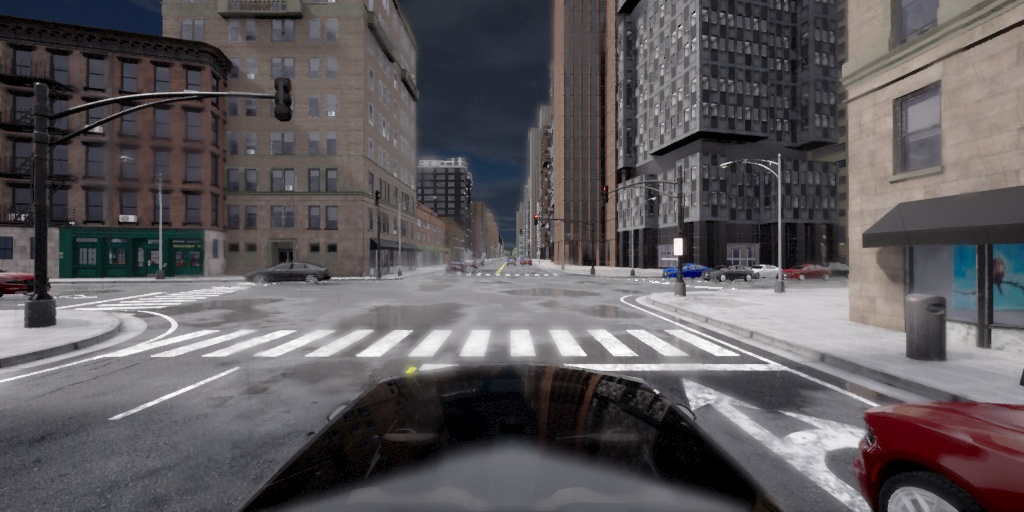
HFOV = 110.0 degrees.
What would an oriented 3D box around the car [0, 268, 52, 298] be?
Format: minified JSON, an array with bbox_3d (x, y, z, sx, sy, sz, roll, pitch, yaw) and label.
[{"bbox_3d":[-22.331,0.962,14.468,5.008,1.535,1.882,1,0,-17],"label":"car"}]

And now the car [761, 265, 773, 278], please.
[{"bbox_3d":[26.006,1.640,37.381,4.674,1.442,1.812,1,0,-15],"label":"car"}]

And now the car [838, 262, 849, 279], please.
[{"bbox_3d":[35.015,1.571,39.664,4.553,1.767,2.097,1,0,-13],"label":"car"}]

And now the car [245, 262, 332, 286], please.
[{"bbox_3d":[-14.670,1.130,23.774,4.892,1.490,1.837,1,1,-18],"label":"car"}]

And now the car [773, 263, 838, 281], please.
[{"bbox_3d":[28.327,1.594,34.640,5.008,1.535,1.882,1,0,-15],"label":"car"}]

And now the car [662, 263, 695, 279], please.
[{"bbox_3d":[17.024,1.487,34.810,5.008,1.535,1.882,1,0,-16],"label":"car"}]

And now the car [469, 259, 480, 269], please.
[{"bbox_3d":[-6.690,1.287,57.028,1.812,1.442,4.674,0,0,0],"label":"car"}]

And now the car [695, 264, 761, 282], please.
[{"bbox_3d":[19.276,1.514,32.067,4.892,1.490,1.837,1,0,-17],"label":"car"}]

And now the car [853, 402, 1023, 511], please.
[{"bbox_3d":[3.353,1.228,0.439,1.882,1.535,5.008,0,0,0],"label":"car"}]

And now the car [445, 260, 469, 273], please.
[{"bbox_3d":[-6.673,1.322,42.850,1.994,1.385,4.181,0,0,0],"label":"car"}]
